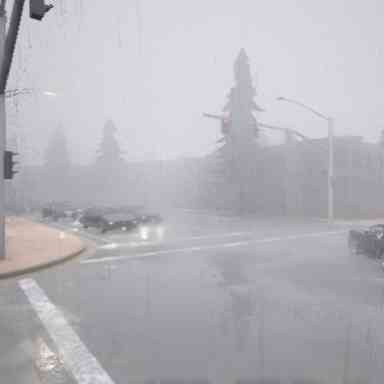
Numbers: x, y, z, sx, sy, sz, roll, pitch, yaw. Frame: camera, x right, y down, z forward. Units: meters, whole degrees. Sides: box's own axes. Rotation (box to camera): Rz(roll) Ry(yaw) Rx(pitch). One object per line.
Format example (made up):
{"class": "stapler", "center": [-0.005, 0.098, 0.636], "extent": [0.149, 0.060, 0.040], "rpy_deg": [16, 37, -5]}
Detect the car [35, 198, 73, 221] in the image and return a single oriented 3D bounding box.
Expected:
{"class": "car", "center": [-11.106, 1.522, 27.794], "extent": [2.128, 1.511, 4.902], "rpy_deg": [0, 0, -39]}

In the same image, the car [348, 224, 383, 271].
{"class": "car", "center": [6.539, 1.650, 10.537], "extent": [1.895, 1.301, 4.718], "rpy_deg": [0, 0, 10]}

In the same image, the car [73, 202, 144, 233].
{"class": "car", "center": [-5.216, 1.579, 20.120], "extent": [2.033, 1.411, 5.357], "rpy_deg": [0, 0, -36]}

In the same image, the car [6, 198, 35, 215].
{"class": "car", "center": [-18.380, 1.513, 34.903], "extent": [4.902, 1.511, 2.128], "rpy_deg": [0, 0, 36]}

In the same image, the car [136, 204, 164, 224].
{"class": "car", "center": [-4.160, 1.594, 24.593], "extent": [2.033, 1.411, 5.357], "rpy_deg": [0, 0, -36]}

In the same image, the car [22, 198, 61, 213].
{"class": "car", "center": [-17.528, 1.538, 38.596], "extent": [4.892, 1.490, 1.837], "rpy_deg": [0, 0, 34]}

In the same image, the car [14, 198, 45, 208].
{"class": "car", "center": [-24.590, 1.603, 50.311], "extent": [4.181, 1.385, 1.994], "rpy_deg": [0, 0, 22]}

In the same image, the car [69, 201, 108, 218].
{"class": "car", "center": [-9.948, 1.608, 31.799], "extent": [1.994, 1.385, 4.181], "rpy_deg": [0, 0, -42]}
